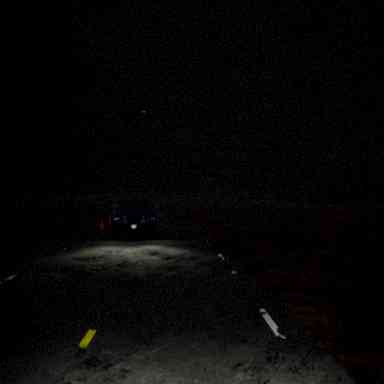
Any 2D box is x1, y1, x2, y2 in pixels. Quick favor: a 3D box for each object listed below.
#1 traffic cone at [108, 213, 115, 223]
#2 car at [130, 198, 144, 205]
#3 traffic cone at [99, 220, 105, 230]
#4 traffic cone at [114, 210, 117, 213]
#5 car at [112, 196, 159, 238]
[{"bbox_3d":[-6.267,2.051,25.535,0.340,0.580,0.340,0,0,-9],"label":"traffic cone"},{"bbox_3d":[-11.370,1.925,69.078,1.837,1.490,4.892,-1,-1,5],"label":"car"},{"bbox_3d":[-5.585,2.030,20.657,0.340,0.580,0.340,0,0,-7],"label":"traffic cone"},{"bbox_3d":[-7.081,2.072,30.394,0.340,0.580,0.340,0,0,-10],"label":"traffic cone"},{"bbox_3d":[-3.054,1.284,18.466,2.150,2.045,5.566,0,0,-6],"label":"car"}]
